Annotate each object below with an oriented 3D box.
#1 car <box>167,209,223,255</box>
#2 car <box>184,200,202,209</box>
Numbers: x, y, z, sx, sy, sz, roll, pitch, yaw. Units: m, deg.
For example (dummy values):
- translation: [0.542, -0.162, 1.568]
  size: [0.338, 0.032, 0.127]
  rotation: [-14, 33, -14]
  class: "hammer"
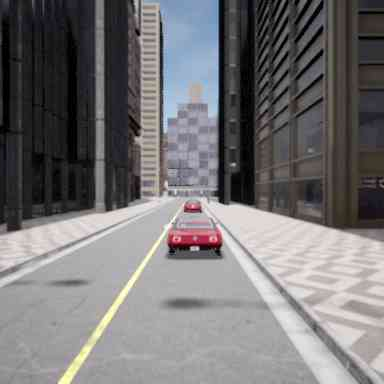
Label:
- translation: [0.100, 1.587, 13.260]
  size: [1.895, 1.301, 4.718]
  rotation: [0, 0, 0]
  class: "car"
- translation: [0.096, 1.550, 38.444]
  size: [1.994, 1.385, 4.181]
  rotation: [0, 0, 0]
  class: "car"
